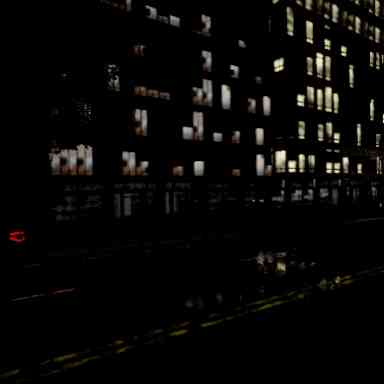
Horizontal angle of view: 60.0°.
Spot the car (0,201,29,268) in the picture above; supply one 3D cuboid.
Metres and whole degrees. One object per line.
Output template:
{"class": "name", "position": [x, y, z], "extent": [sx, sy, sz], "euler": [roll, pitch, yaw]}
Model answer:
{"class": "car", "position": [-6.534, 1.231, 7.002], "extent": [5.566, 2.045, 2.150], "euler": [0, 0, -37]}

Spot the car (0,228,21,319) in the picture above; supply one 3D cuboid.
{"class": "car", "position": [-5.032, 1.505, 4.079], "extent": [4.902, 1.511, 2.128], "euler": [0, 0, -35]}
